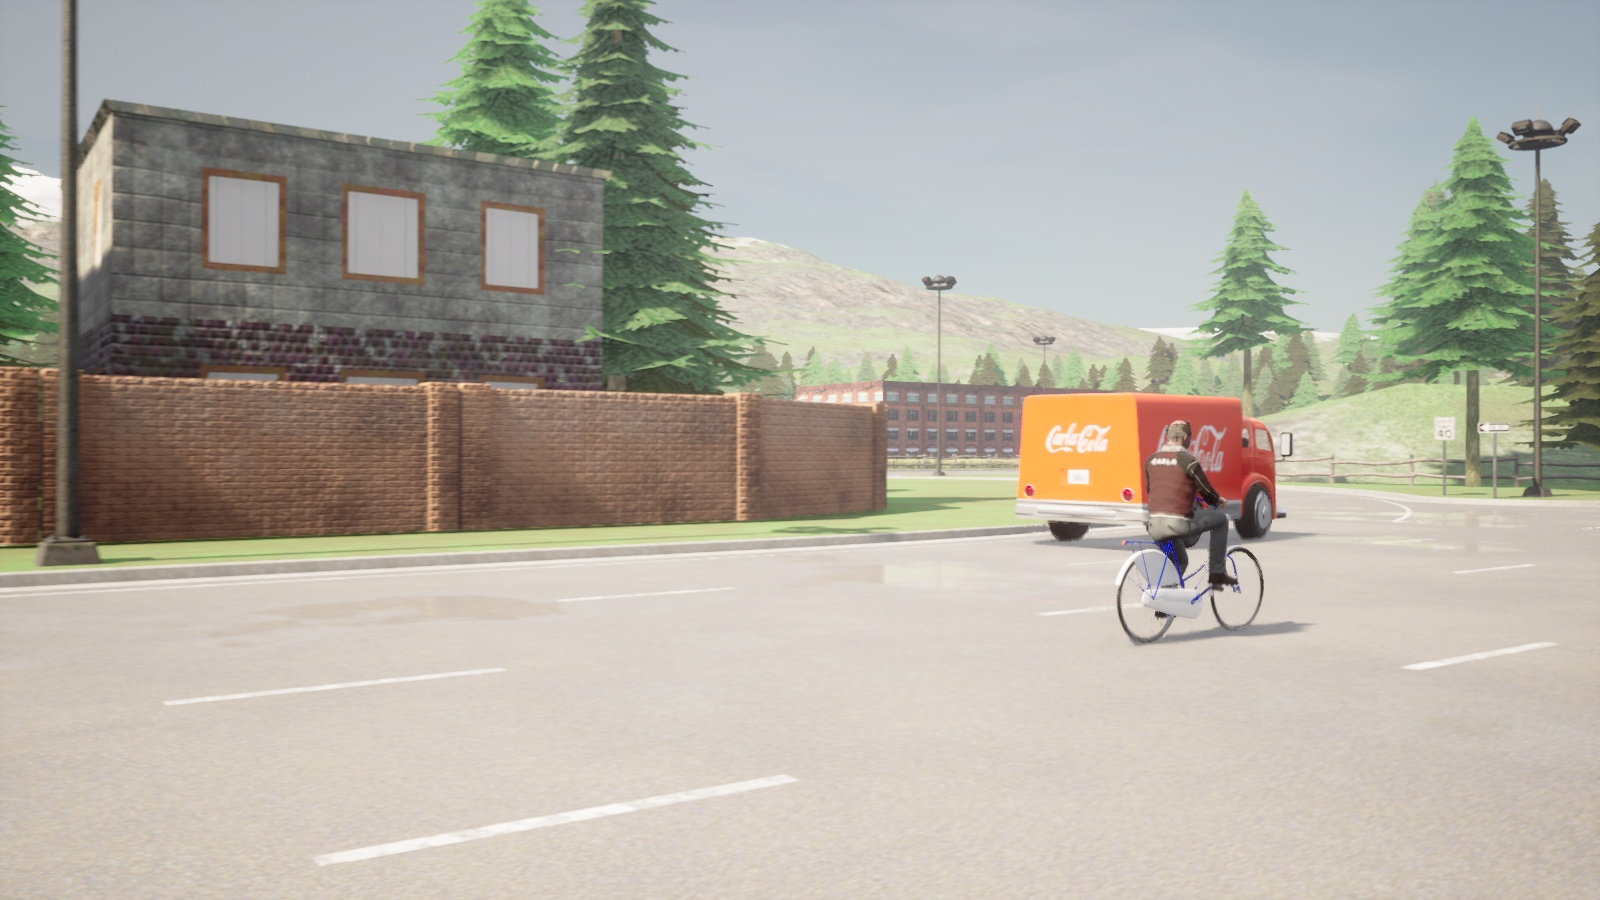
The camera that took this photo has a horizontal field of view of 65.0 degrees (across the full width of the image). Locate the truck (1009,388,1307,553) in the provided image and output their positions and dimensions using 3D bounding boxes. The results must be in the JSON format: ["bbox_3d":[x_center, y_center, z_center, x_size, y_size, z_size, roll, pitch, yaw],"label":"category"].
[{"bbox_3d":[6.255,0.297,21.568,5.204,2.467,2.627,0,0,-44],"label":"truck"}]

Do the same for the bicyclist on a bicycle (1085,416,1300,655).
[{"bbox_3d":[3.196,0.633,10.149,1.843,1.776,0.659,0,0,-35],"label":"bicyclist on a bicycle"}]
